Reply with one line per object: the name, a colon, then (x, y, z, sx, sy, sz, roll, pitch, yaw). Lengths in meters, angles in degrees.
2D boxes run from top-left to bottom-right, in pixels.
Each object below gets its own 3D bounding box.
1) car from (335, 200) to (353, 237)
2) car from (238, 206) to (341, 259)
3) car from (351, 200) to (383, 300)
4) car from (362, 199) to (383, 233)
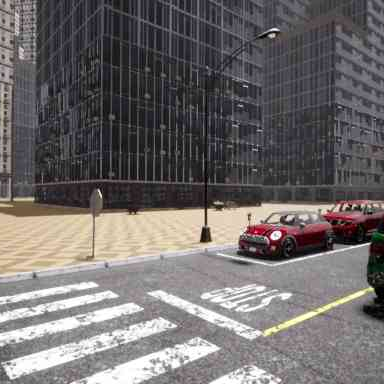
car: (8.010, 1.335, 16.278, 5.009, 1.841, 2.192, 0, 0, -39)
car: (3.635, 1.454, 12.708, 4.097, 1.590, 1.967, 0, 0, -39)
car: (5.873, 1.231, 7.199, 5.566, 2.045, 2.150, 0, 0, -39)
car: (12.385, 1.341, 19.849, 5.009, 1.841, 2.192, 0, 0, -39)
